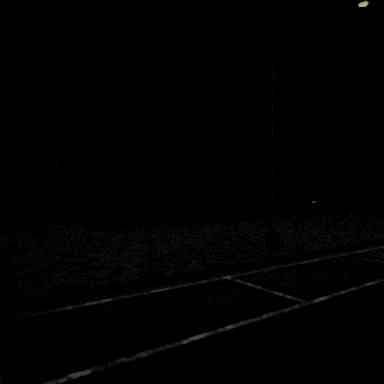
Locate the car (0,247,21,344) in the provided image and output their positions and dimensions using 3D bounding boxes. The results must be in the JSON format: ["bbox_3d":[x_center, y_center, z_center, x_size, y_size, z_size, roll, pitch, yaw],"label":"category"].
[{"bbox_3d":[-4.544,1.310,3.414,5.009,1.841,2.192,0,0,-35],"label":"car"}]
